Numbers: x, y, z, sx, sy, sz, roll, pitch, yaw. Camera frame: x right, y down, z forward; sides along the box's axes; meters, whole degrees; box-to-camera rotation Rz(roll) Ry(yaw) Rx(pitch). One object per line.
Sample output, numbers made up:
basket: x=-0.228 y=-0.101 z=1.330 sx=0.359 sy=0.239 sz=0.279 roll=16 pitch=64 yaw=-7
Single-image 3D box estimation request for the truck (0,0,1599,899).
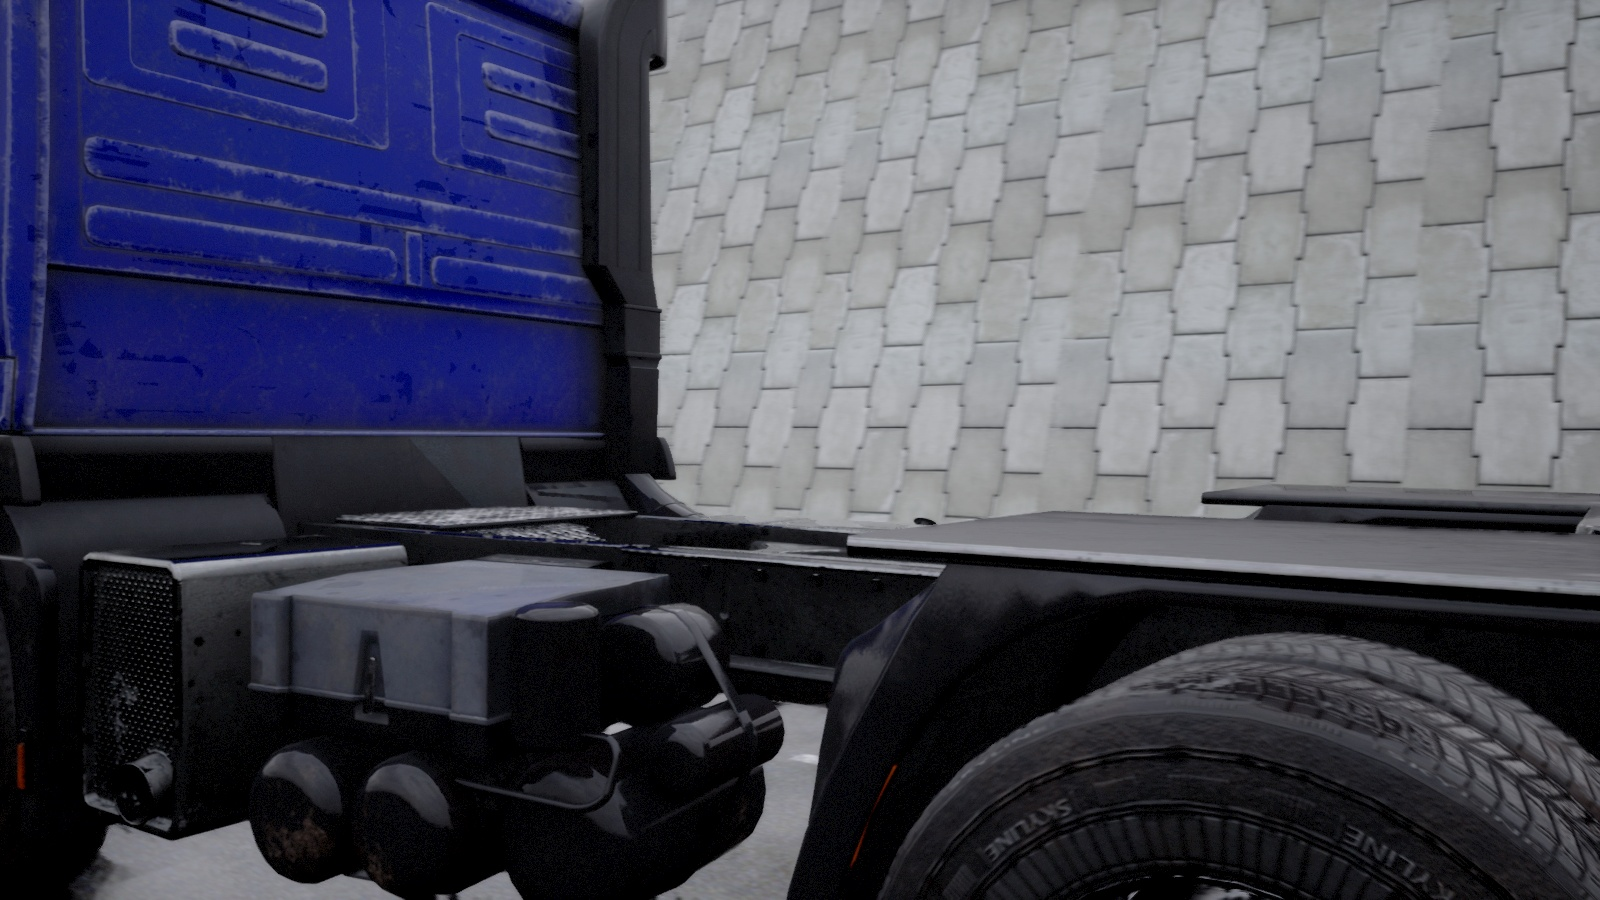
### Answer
truck: x=0.043 y=-0.300 z=3.576 sx=7.936 sy=3.462 sz=2.891 roll=0 pitch=1 yaw=34
